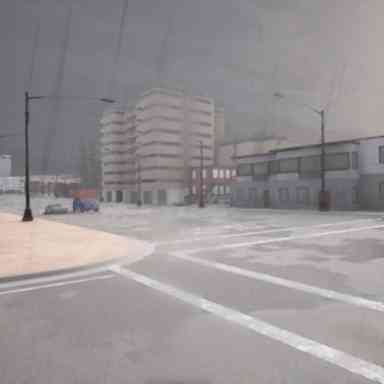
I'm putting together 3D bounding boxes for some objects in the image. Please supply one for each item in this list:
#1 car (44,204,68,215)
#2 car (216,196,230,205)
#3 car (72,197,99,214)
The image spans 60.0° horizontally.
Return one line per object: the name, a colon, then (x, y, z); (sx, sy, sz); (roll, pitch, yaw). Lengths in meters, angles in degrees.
car: (-17.393, 2.167, 42.577); (1.895, 1.301, 4.718); (0, -1, -37)
car: (6.143, 1.522, 60.449); (1.970, 1.475, 3.806); (0, -1, -37)
car: (-14.201, 1.748, 44.145); (2.150, 2.045, 5.566); (-1, -1, -37)
